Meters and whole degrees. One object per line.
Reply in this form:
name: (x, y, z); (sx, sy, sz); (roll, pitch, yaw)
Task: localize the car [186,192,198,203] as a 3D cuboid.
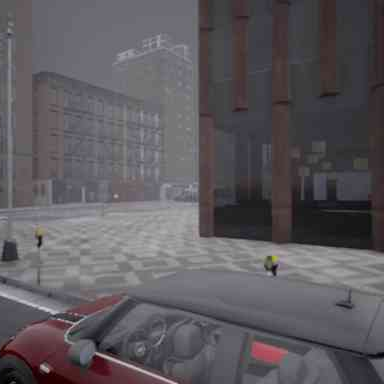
car: (1.804, 1.144, 57.690); (2.033, 1.411, 5.357); (0, 1, 36)

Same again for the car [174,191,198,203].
car: (-0.859, 0.837, 59.556); (2.150, 2.045, 5.566); (0, 0, 36)

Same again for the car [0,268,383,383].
car: (-0.009, 1.456, 2.966); (4.097, 1.590, 1.967); (-1, 0, 36)
